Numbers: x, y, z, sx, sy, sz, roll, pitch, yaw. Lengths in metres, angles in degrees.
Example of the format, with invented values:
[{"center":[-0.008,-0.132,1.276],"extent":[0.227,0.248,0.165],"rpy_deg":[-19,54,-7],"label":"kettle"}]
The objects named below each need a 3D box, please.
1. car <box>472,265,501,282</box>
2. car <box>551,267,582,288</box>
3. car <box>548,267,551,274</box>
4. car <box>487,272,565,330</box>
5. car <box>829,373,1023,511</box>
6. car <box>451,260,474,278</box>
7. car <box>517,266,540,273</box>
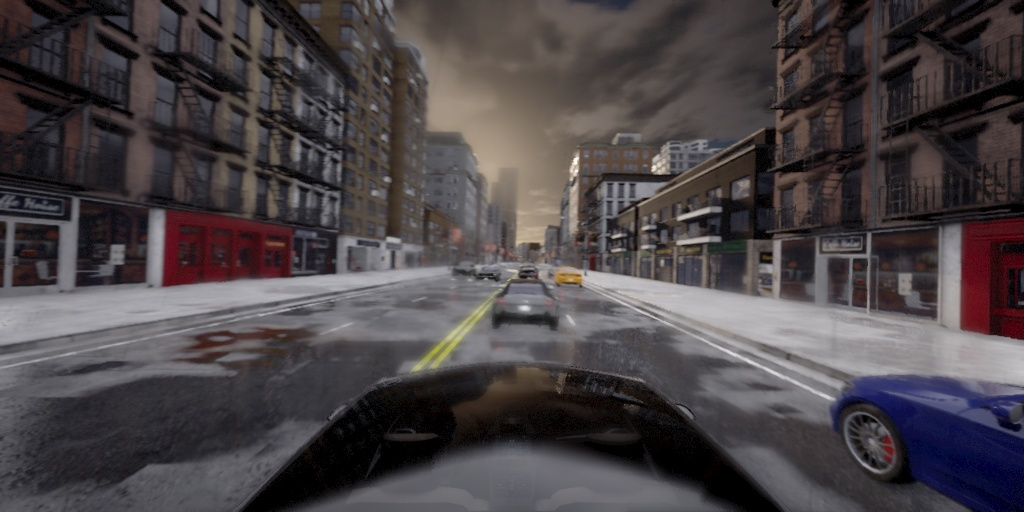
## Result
[{"center":[-2.015,1.603,31.617],"extent":[1.895,1.301,4.718],"rpy_deg":[2,-1,3],"label":"car"},{"center":[4.545,1.671,29.302],"extent":[1.882,1.535,5.008],"rpy_deg":[2,-1,3],"label":"car"},{"center":[5.111,1.942,41.365],"extent":[1.895,1.301,4.718],"rpy_deg":[2,-1,3],"label":"car"},{"center":[0.458,1.437,11.822],"extent":[1.994,1.385,4.181],"rpy_deg":[2,-1,3],"label":"car"},{"center":[4.256,1.417,1.866],"extent":[1.812,1.442,4.674],"rpy_deg":[2,-1,3],"label":"car"},{"center":[-4.955,1.322,37.699],"extent":[2.097,1.767,4.553],"rpy_deg":[2,-1,3],"label":"car"},{"center":[1.494,1.634,32.677],"extent":[1.837,1.490,4.892],"rpy_deg":[2,-1,3],"label":"car"}]
